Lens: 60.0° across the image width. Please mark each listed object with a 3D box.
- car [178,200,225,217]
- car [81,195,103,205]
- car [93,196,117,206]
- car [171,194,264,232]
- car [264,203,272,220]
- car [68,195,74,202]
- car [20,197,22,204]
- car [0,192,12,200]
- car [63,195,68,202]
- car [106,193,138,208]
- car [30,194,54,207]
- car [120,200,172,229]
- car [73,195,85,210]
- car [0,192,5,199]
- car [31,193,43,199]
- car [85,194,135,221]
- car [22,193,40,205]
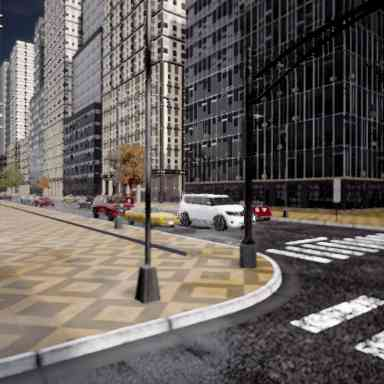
[{"bbox_3d":[0.806,1.453,30.744,2.008,1.369,4.403,1,0,-37],"label":"car"},{"bbox_3d":[-16.161,1.263,53.483,1.887,1.381,4.507,1,0,-37],"label":"car"},{"bbox_3d":[-12.884,1.281,49.060,1.752,1.417,4.829,1,0,-37],"label":"car"},{"bbox_3d":[1.325,1.148,20.143,2.150,2.045,5.566,0,0,-37],"label":"car"},{"bbox_3d":[4.211,1.376,26.199,1.967,1.590,4.097,1,0,-37],"label":"car"},{"bbox_3d":[-19.538,1.229,58.043,2.008,1.369,4.403,1,0,-37],"label":"car"},{"bbox_3d":[-26.276,1.192,53.060,2.008,1.369,4.403,1,0,-37],"label":"car"},{"bbox_3d":[-39.789,1.013,71.304,1.887,1.381,4.507,1,0,-37],"label":"car"},{"bbox_3d":[-23.018,1.161,62.741,1.752,1.417,4.829,1,0,-37],"label":"car"},{"bbox_3d":[-9.403,1.110,44.364,2.192,1.841,5.009,1,0,-37],"label":"car"},{"bbox_3d":[-19.521,1.265,43.939,1.887,1.381,4.507,1,0,-37],"label":"car"},{"bbox_3d":[-2.632,1.424,20.921,1.752,1.417,4.829,1,0,-37],"label":"car"},{"bbox_3d":[-11.298,1.303,37.206,1.837,1.490,4.892,0,0,-36],"label":"car"},{"bbox_3d":[-46.544,0.815,80.426,1.967,1.590,4.097,1,0,-37],"label":"car"},{"bbox_3d":[-39.805,0.978,85.405,1.947,1.339,4.313,1,0,-37],"label":"car"},{"bbox_3d":[-6.087,1.179,25.638,2.192,1.841,5.009,1,0,-37],"label":"car"},{"bbox_3d":[-22.899,1.232,48.500,2.008,1.369,4.403,1,0,-37],"label":"car"}]
